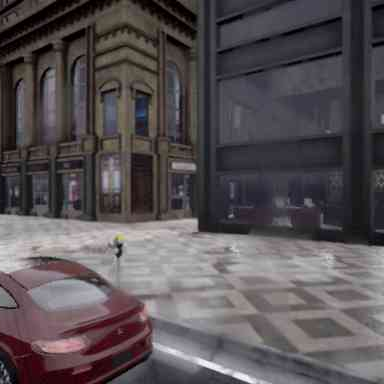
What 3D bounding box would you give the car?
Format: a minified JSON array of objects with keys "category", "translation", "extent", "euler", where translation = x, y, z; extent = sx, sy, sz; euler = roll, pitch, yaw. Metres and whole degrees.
[{"category":"car","translation":[-2.412,1.582,4.681],"extent":[4.206,1.307,1.802],"euler":[0,0,35]}]
